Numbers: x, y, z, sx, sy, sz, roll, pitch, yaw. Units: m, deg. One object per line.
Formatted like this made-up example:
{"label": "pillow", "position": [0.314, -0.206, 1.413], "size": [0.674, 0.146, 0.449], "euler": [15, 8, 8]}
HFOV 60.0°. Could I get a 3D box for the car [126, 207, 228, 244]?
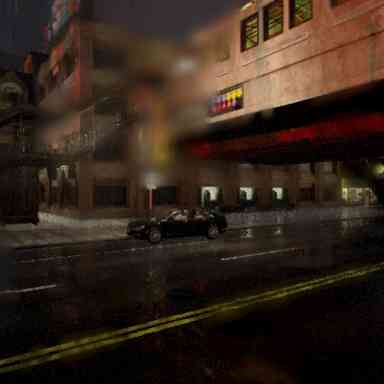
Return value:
{"label": "car", "position": [-0.633, 1.481, 15.707], "size": [4.892, 1.521, 2.231], "euler": [0, 0, -26]}
